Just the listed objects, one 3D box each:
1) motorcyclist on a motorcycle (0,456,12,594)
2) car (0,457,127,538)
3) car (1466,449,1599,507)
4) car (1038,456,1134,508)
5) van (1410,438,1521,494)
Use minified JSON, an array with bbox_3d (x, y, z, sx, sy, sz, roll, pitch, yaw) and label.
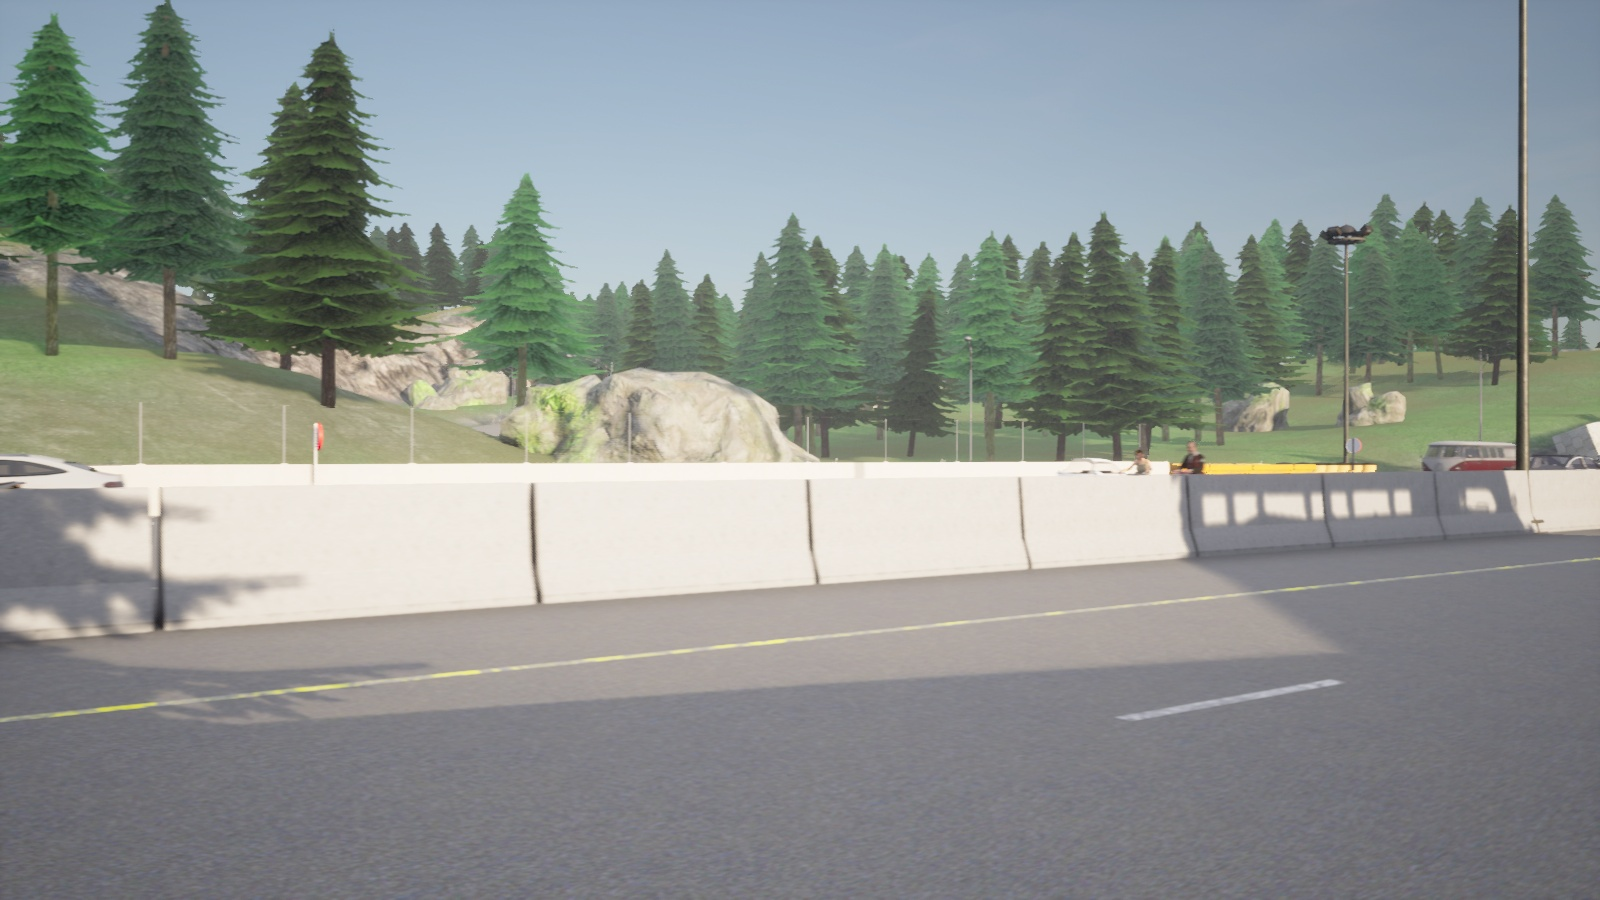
[{"bbox_3d":[-9.968,0.835,13.778,2.191,1.530,0.866,0,0,-35],"label":"motorcyclist on a motorcycle"},{"bbox_3d":[-15.082,0.859,23.012,4.674,1.442,1.812,0,0,-35],"label":"car"},{"bbox_3d":[21.116,0.742,35.413,4.902,1.511,2.128,0,0,-35],"label":"car"},{"bbox_3d":[7.913,0.869,34.752,2.207,1.376,1.481,0,0,-35],"label":"car"},{"bbox_3d":[24.612,0.560,46.376,4.442,1.987,1.775,0,0,-35],"label":"van"}]
